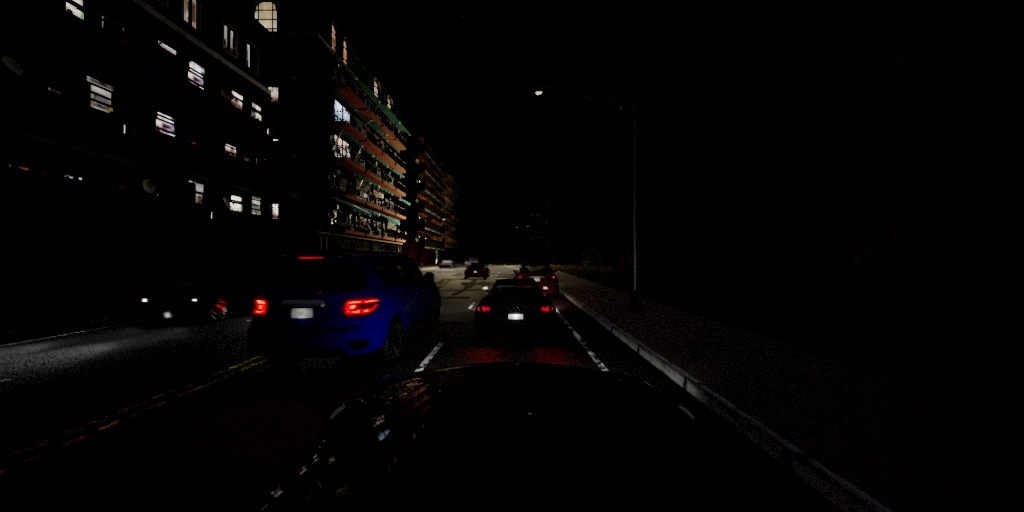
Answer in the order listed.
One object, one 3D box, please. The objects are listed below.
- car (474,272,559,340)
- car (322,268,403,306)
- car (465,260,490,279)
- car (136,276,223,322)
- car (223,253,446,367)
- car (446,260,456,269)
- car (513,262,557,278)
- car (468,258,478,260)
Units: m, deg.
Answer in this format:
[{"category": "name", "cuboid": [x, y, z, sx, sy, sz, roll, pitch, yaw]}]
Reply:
[{"category": "car", "cuboid": [0.099, 1.315, 9.967, 1.994, 1.385, 4.181, 0, 0, 0]}, {"category": "car", "cuboid": [-6.593, 1.316, 16.384, 1.994, 1.385, 4.181, 0, 0, 0]}, {"category": "car", "cuboid": [-3.137, 1.317, 32.709, 1.994, 1.385, 4.181, 0, 0, 0]}, {"category": "car", "cuboid": [-9.845, 1.352, 12.451, 1.895, 1.301, 4.718, 0, 0, 0]}, {"category": "car", "cuboid": [-3.148, 0.970, 8.064, 2.150, 2.045, 5.566, 0, 0, 0]}, {"category": "car", "cuboid": [-9.816, 1.298, 54.732, 2.033, 1.411, 5.357, 0, 0, 0]}, {"category": "car", "cuboid": [1.146, 1.103, 18.548, 2.097, 1.767, 4.553, 0, 0, 0]}, {"category": "car", "cuboid": [-6.549, 1.101, 59.141, 2.097, 1.767, 4.553, 0, 0, 0]}]
